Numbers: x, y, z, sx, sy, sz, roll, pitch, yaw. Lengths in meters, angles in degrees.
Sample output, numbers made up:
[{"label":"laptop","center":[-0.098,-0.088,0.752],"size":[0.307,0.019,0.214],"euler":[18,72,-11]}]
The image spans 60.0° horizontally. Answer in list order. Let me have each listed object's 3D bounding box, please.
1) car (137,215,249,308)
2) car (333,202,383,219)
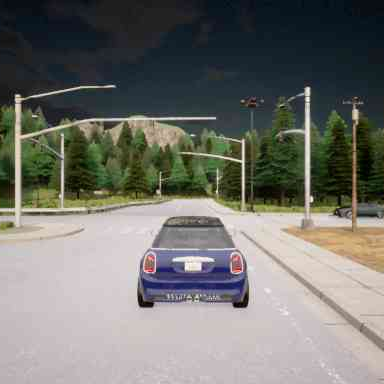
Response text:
[{"label":"car","center":[0.037,1.348,8.090],"size":[2.097,1.767,4.553],"euler":[0,0,0]},{"label":"car","center":[14.499,1.591,28.718],"size":[4.181,1.385,1.994],"euler":[0,0,1]}]
